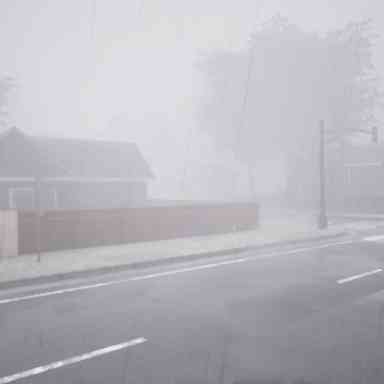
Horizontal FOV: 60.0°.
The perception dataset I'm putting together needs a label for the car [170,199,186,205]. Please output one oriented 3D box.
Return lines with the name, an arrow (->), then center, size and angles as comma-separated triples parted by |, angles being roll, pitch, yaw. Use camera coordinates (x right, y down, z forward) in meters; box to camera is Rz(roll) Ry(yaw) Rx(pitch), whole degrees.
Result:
car -> -1.306, 1.534, 38.718 | 1.882, 1.535, 5.008 | -1, 0, -31
